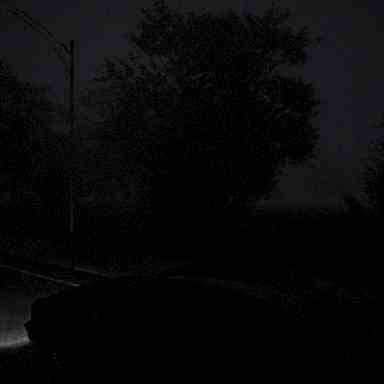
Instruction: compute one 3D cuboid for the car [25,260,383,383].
[{"bbox_3d":[0.303,1.548,3.774,5.357,1.411,2.033,0,0,36],"label":"car"}]
